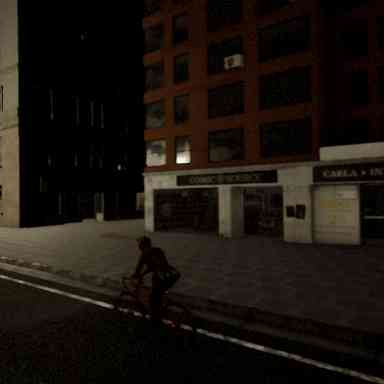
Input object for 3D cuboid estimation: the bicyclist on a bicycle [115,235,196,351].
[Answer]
[{"bbox_3d":[-0.624,1.499,5.104,1.656,1.620,0.582,-1,-1,36],"label":"bicyclist on a bicycle"}]
